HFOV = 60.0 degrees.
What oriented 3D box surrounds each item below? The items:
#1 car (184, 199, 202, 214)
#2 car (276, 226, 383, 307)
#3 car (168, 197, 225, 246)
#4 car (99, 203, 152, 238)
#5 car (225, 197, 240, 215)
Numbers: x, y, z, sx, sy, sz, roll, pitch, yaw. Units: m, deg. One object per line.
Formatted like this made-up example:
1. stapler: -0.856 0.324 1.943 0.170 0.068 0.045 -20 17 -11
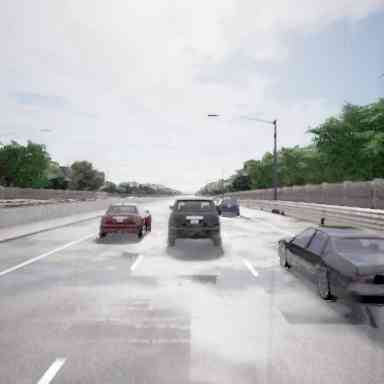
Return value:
1. car: 0.097 1.577 37.313 1.882 1.535 5.008 0 0 0
2. car: 3.599 1.550 8.230 2.033 1.411 5.357 0 0 0
3. car: 0.099 1.226 15.410 2.150 2.045 5.566 0 0 0
4. car: -3.402 1.360 17.880 2.097 1.767 4.553 0 0 0
5. car: 3.597 1.425 34.226 2.097 1.767 4.553 0 0 0
